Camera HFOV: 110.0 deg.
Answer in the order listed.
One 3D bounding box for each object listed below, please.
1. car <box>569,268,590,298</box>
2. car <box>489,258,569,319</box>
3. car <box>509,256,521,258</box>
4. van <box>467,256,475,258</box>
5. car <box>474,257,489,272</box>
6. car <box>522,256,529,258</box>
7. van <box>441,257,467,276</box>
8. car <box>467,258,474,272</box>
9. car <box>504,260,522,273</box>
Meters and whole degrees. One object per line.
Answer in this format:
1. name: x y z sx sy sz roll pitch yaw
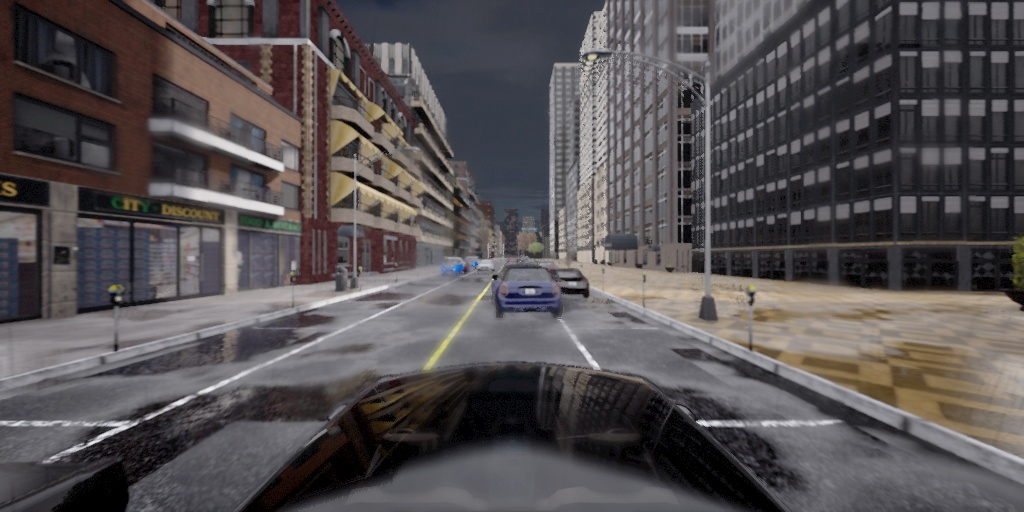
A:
1. car: 2.687 1.265 17.911 1.948 1.339 4.313 0 0 0
2. car: 0.381 1.067 12.799 2.097 1.767 4.553 0 0 -4
3. car: 0.083 0.943 61.970 2.097 1.767 4.553 0 0 0
4. van: -5.704 0.955 51.046 1.690 1.789 3.998 0 0 0
5. car: -3.078 1.160 42.661 1.812 1.442 4.674 0 0 0
6. car: 2.677 1.054 51.047 1.967 1.591 4.097 0 0 0
7. van: -5.699 0.997 34.479 1.690 1.789 3.998 0 0 0
8. car: -5.701 1.187 40.001 1.888 1.381 4.507 0 0 0
9. car: 0.088 1.200 41.931 1.994 1.385 4.181 0 0 0
